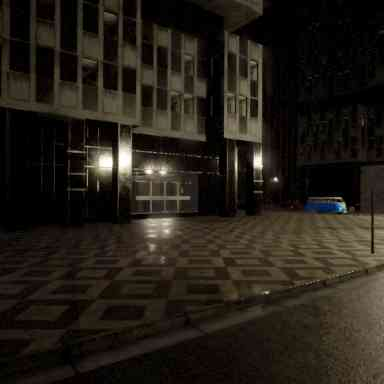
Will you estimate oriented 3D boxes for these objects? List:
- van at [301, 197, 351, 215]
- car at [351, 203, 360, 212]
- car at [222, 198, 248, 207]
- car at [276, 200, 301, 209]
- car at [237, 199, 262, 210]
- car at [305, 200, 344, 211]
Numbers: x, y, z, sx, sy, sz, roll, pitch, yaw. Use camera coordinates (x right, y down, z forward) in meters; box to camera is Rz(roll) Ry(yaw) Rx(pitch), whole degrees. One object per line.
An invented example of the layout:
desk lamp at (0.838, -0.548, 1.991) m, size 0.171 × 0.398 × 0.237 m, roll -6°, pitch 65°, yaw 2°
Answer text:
van at (13.734, 1.425, 34.161) m, size 1.690 × 1.788 × 3.998 m, roll 0°, pitch 0°, yaw -36°
car at (20.664, 1.725, 39.125) m, size 1.947 × 1.339 × 4.313 m, roll 0°, pitch 0°, yaw -36°
car at (7.423, 1.839, 57.643) m, size 1.752 × 1.417 × 4.829 m, roll 0°, pitch 0°, yaw -36°
car at (14.093, 1.819, 48.315) m, size 1.802 × 1.307 × 4.206 m, roll 0°, pitch 0°, yaw -36°
car at (7.163, 1.706, 43.350) m, size 1.887 × 1.381 × 4.507 m, roll 0°, pitch 0°, yaw -36°
car at (17.378, 1.749, 43.720) m, size 2.008 × 1.369 × 4.403 m, roll 0°, pitch 0°, yaw -36°
